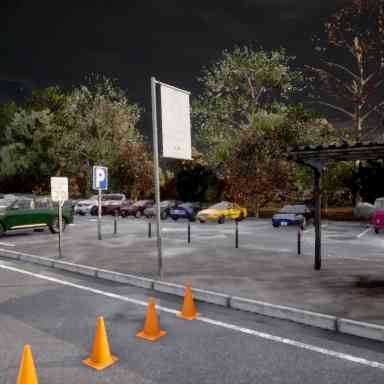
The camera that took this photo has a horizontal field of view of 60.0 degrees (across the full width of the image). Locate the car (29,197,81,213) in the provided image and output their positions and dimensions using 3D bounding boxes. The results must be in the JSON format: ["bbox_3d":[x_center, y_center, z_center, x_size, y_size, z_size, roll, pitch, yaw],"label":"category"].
[{"bbox_3d":[-15.626,1.444,38.252,1.946,1.575,5.366,0,0,35],"label":"car"}]

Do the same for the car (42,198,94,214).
[{"bbox_3d":[-13.463,1.455,36.500,2.097,1.535,5.008,0,0,35],"label":"car"}]

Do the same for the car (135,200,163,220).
[{"bbox_3d":[-2.099,1.473,28.531,2.231,1.521,4.892,0,0,35],"label":"car"}]

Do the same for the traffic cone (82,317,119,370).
[{"bbox_3d":[-1.212,1.957,4.417,0.340,0.580,0.340,0,0,35],"label":"traffic cone"}]

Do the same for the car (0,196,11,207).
[{"bbox_3d":[-29.255,1.332,47.830,1.946,1.575,5.366,1,0,35],"label":"car"}]

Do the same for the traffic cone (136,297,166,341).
[{"bbox_3d":[-0.637,1.957,5.233,0.340,0.580,0.340,0,0,35],"label":"traffic cone"}]

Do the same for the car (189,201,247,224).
[{"bbox_3d":[2.332,1.475,25.183,1.946,1.575,5.366,0,0,35],"label":"car"}]

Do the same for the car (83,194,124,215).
[{"bbox_3d":[-8.933,1.212,33.289,2.435,2.045,5.566,0,0,35],"label":"car"}]

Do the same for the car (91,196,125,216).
[{"bbox_3d":[-6.642,1.466,31.721,2.097,1.535,5.008,0,0,35],"label":"car"}]

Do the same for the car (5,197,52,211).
[{"bbox_3d":[-20.261,1.452,41.318,2.163,1.488,4.792,0,0,35],"label":"car"}]

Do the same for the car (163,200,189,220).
[{"bbox_3d":[0.185,1.504,26.954,2.163,1.488,4.792,0,0,35],"label":"car"}]

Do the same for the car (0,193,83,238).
[{"bbox_3d":[-8.926,1.221,17.300,2.435,2.045,5.566,0,0,35],"label":"car"}]

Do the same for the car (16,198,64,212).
[{"bbox_3d":[-18.017,1.469,39.671,2.163,1.488,4.792,0,0,35],"label":"car"}]

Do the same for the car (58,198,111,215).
[{"bbox_3d":[-11.190,1.461,34.903,2.231,1.521,4.892,0,0,35],"label":"car"}]

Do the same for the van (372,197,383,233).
[{"bbox_3d":[11.591,1.264,19.047,1.878,1.987,4.442,0,0,35],"label":"van"}]

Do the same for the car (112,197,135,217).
[{"bbox_3d":[-4.371,1.469,30.126,2.097,1.535,5.008,0,0,35],"label":"car"}]

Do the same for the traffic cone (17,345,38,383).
[{"bbox_3d":[-1.787,1.957,3.600,0.340,0.580,0.340,0,0,35],"label":"traffic cone"}]

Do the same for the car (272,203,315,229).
[{"bbox_3d":[6.965,1.513,22.119,2.163,1.488,4.792,0,0,35],"label":"car"}]

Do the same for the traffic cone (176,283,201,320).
[{"bbox_3d":[-0.062,1.957,6.049,0.340,0.580,0.340,0,0,36],"label":"traffic cone"}]

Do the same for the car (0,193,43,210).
[{"bbox_3d":[-22.563,1.153,42.866,2.435,2.045,5.566,0,0,35],"label":"car"}]
